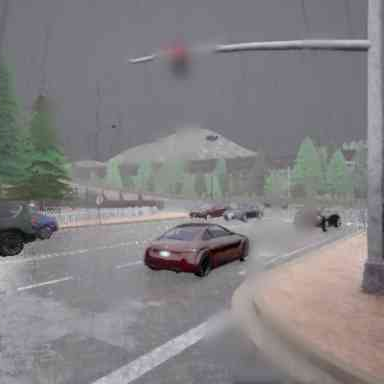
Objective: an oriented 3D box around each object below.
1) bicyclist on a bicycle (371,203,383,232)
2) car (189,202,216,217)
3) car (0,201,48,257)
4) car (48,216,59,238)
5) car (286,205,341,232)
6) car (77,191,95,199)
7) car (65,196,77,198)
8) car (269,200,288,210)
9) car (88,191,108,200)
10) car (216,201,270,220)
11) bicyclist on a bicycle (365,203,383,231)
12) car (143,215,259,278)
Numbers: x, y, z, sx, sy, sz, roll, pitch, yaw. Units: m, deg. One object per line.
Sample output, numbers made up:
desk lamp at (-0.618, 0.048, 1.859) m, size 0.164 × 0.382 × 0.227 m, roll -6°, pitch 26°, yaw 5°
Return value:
bicyclist on a bicycle at (11.315, 1.484, 19.282) m, size 1.656 × 1.620 × 0.582 m, roll 0°, pitch -1°, yaw 30°
car at (1.684, 1.736, 30.618) m, size 1.882 × 1.535 × 5.008 m, roll 0°, pitch 0°, yaw 36°
car at (-8.277, 1.334, 11.426) m, size 2.150 × 2.045 × 5.566 m, roll 0°, pitch -1°, yaw 36°
car at (-8.933, 1.672, 16.401) m, size 1.812 × 1.442 × 4.674 m, roll 0°, pitch -1°, yaw 36°
car at (8.225, 1.688, 21.606) m, size 2.128 × 1.511 × 4.902 m, roll 0°, pitch 0°, yaw 37°
car at (-21.579, 1.131, 63.999) m, size 4.892 × 1.490 × 1.837 m, roll 6°, pitch 3°, yaw 35°
car at (-23.767, 1.158, 61.248) m, size 4.181 × 1.385 × 1.994 m, roll 6°, pitch 3°, yaw 35°
car at (12.589, 1.897, 50.957) m, size 2.128 × 1.511 × 4.902 m, roll 1°, pitch 0°, yaw -22°
car at (-19.323, 0.897, 66.702) m, size 5.566 × 2.045 × 2.150 m, roll 5°, pitch 3°, yaw 35°
car at (4.460, 1.740, 28.486) m, size 2.128 × 1.511 × 4.902 m, roll 0°, pitch -1°, yaw 36°
bicyclist on a bicycle at (10.352, 1.477, 18.372) m, size 0.582 × 1.620 × 1.656 m, roll 0°, pitch -1°, yaw -35°
car at (0.340, 1.678, 10.768) m, size 1.994 × 1.385 × 4.181 m, roll 0°, pitch -1°, yaw 33°
